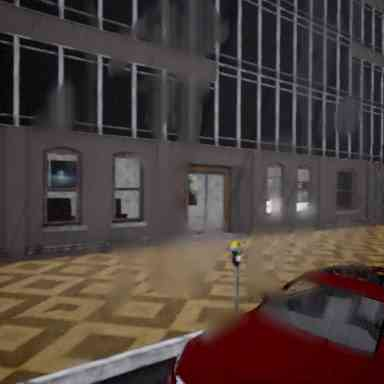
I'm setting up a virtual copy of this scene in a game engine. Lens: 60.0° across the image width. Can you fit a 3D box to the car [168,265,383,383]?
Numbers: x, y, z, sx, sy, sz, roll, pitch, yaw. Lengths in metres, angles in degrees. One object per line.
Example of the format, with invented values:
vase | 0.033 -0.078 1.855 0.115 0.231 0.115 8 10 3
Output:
car | 1.757 1.555 3.647 4.206 1.307 1.802 0 1 -34
